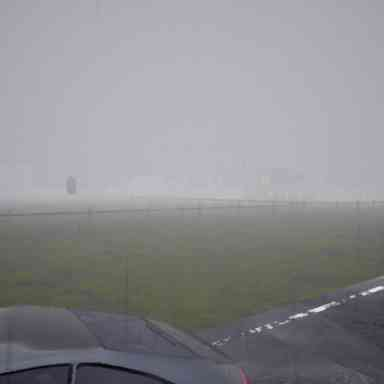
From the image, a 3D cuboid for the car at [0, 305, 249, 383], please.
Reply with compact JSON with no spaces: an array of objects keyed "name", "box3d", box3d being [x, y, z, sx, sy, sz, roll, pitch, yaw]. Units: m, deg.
[{"name":"car","box3d":[-1.542,1.564,1.973,4.181,1.385,1.994,0,0,-36]}]
